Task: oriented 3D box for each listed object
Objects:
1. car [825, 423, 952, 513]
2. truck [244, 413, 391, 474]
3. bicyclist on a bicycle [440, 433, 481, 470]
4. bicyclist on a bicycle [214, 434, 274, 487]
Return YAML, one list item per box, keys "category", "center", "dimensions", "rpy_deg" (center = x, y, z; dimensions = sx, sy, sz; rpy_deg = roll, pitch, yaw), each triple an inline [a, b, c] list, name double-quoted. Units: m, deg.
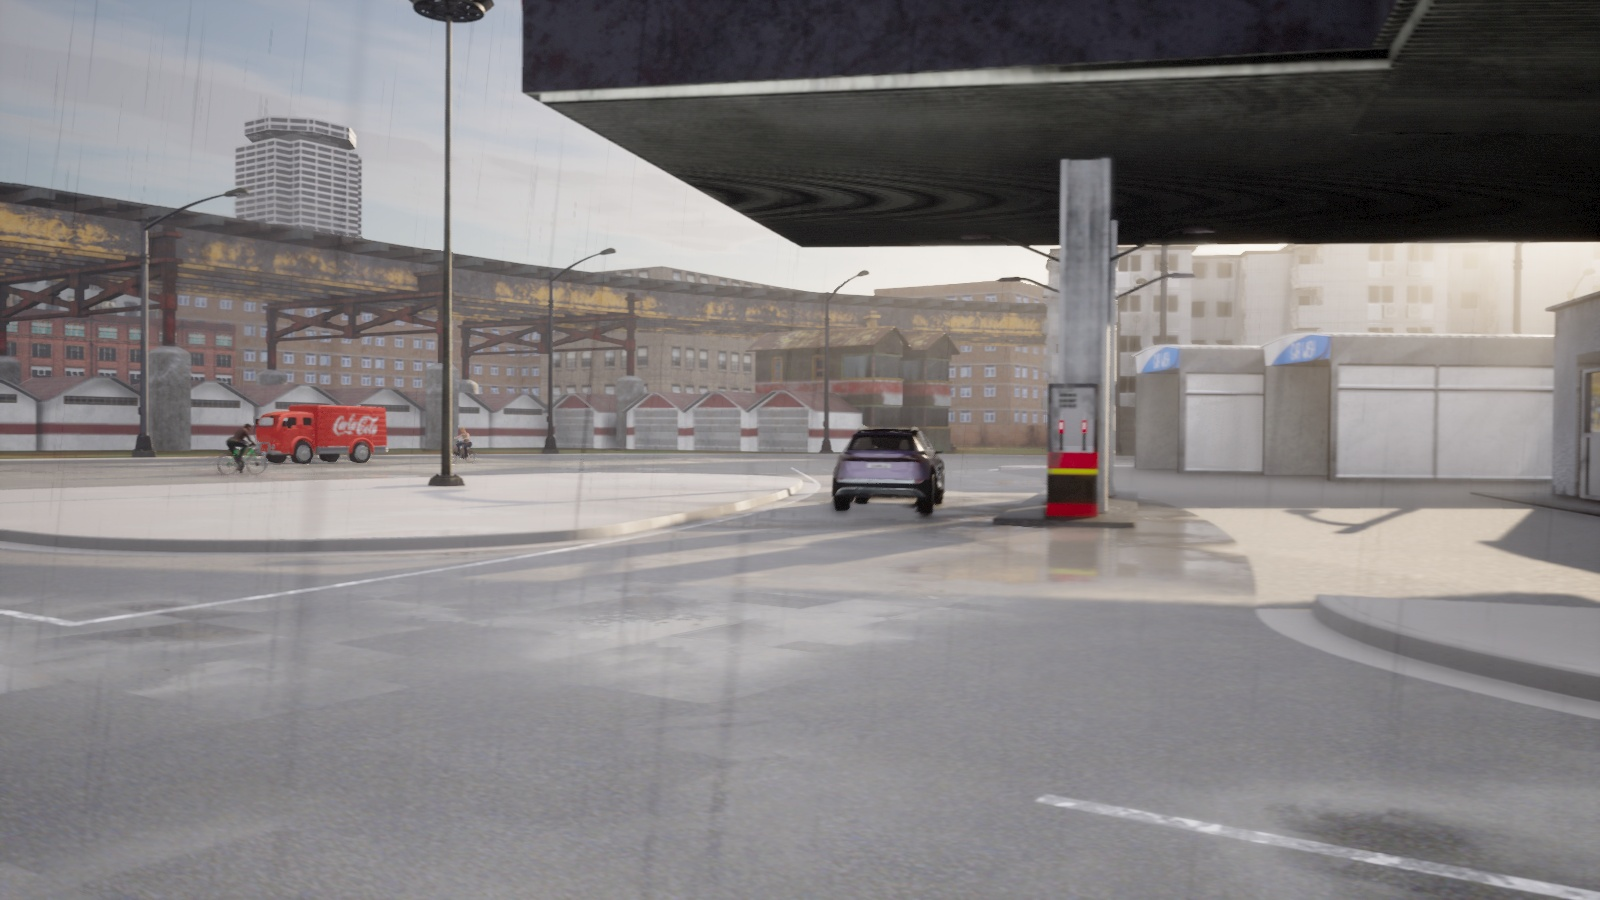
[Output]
- category: "car"
  center: [1.904, 0.298, 25.405]
  dimensions: [2.033, 1.649, 4.856]
  rpy_deg: [0, 1, 10]
- category: "truck"
  center: [-20.417, -0.299, 53.335]
  dimensions: [2.627, 2.467, 5.204]
  rpy_deg: [0, 1, 34]
- category: "bicyclist on a bicycle"
  center: [-14.863, 0.051, 55.049]
  dimensions: [0.866, 1.612, 1.509]
  rpy_deg: [1, 2, 38]
- category: "bicyclist on a bicycle"
  center: [-17.308, 0.307, 39.125]
  dimensions: [0.582, 1.620, 1.656]
  rpy_deg: [0, 1, 34]
